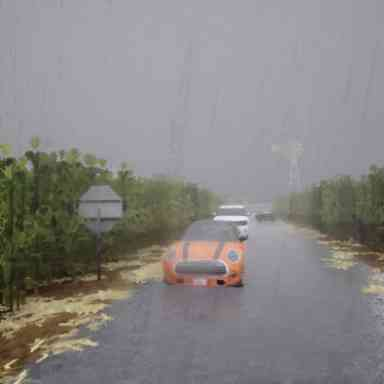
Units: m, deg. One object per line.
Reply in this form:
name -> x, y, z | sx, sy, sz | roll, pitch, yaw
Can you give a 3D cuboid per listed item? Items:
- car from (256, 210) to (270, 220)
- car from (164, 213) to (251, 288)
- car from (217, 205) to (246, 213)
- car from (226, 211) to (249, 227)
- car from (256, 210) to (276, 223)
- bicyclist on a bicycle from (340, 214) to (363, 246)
car -> 10.842, 3.546, 51.044 | 1.994, 1.385, 4.181 | -1, -2, 10
car -> 0.627, 1.699, 10.383 | 2.097, 1.767, 4.553 | -1, -2, 11
car -> 2.647, 1.901, 21.946 | 2.150, 2.045, 5.566 | -1, -2, 10
car -> 4.632, 2.657, 33.541 | 2.128, 1.511, 4.902 | -1, -3, 10
car -> 9.123, 2.995, 40.692 | 1.882, 1.535, 5.008 | -1, -3, 10
bicyclist on a bicycle -> 8.382, 1.937, 16.873 | 1.656, 1.620, 0.582 | -1, -2, 10
